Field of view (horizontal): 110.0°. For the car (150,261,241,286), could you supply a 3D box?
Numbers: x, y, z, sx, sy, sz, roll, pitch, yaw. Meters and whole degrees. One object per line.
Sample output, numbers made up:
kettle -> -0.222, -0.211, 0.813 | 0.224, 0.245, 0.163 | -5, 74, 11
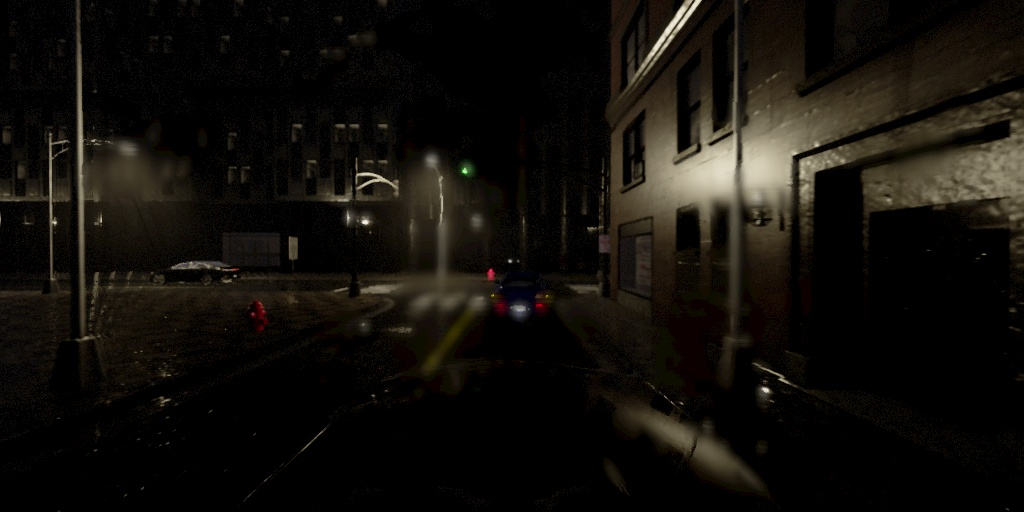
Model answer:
car -> -19.837, 1.061, 22.552 | 4.902, 1.511, 2.128 | 0, 0, 0

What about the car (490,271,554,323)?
car -> 0.358, 1.203, 11.642 | 1.812, 1.442, 4.674 | 0, 0, 3
